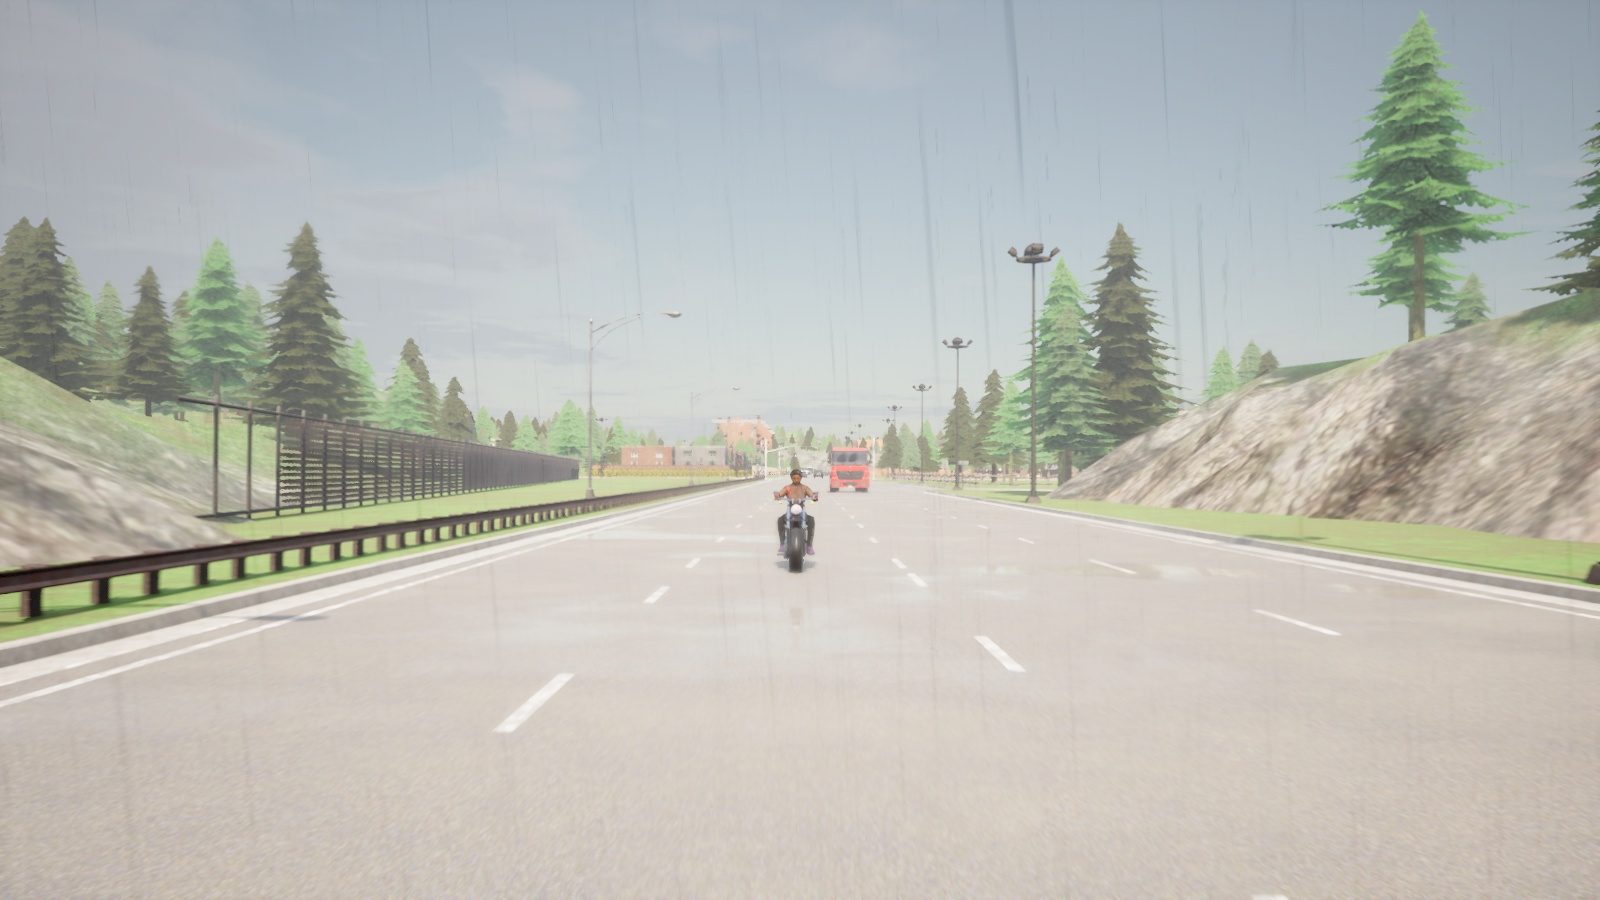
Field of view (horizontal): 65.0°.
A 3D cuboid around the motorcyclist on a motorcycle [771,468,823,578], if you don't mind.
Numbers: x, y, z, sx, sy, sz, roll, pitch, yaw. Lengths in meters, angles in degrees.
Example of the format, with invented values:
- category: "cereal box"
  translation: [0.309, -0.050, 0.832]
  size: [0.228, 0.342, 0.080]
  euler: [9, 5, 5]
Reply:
- category: "motorcyclist on a motorcycle"
  translation: [-0.052, 1.106, 19.987]
  size: [0.766, 1.649, 2.350]
  euler: [0, -1, 0]

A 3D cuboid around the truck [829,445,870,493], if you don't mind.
- category: "truck"
  translation: [3.719, 1.457, 96.330]
  size: [2.891, 3.462, 7.936]
  euler: [0, -1, 0]
